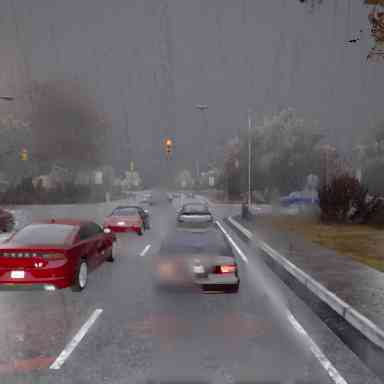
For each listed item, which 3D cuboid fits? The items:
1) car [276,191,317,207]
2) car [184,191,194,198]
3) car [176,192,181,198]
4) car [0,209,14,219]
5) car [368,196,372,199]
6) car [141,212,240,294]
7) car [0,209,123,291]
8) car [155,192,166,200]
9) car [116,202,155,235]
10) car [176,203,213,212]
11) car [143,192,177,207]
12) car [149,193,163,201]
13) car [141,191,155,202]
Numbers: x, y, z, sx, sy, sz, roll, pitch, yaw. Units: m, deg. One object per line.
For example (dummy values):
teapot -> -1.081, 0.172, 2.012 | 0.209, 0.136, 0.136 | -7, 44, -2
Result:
car -> 13.773, 0.896, 43.157 | 5.566, 2.045, 2.150 | 0, 1, -4
car -> -0.473, 0.716, 86.142 | 2.128, 1.511, 4.902 | 0, 1, -4
car -> -3.973, 0.726, 86.048 | 2.128, 1.511, 4.902 | 0, 1, -4
car -> -10.481, 1.436, 16.125 | 1.812, 1.442, 4.674 | 0, 0, 1
car -> 24.074, 1.217, 43.738 | 5.357, 1.411, 2.033 | 0, 1, -3
car -> 0.102, 1.516, 8.883 | 2.033, 1.411, 5.357 | 0, 0, 0
car -> -3.396, 1.445, 8.956 | 1.882, 1.535, 5.008 | 0, 0, 0
car -> -7.107, 0.873, 75.760 | 2.128, 1.511, 4.902 | 0, 1, -1
car -> -3.395, 1.458, 17.943 | 1.994, 1.385, 4.181 | 0, 0, 0
car -> 0.133, 1.380, 18.575 | 2.128, 1.511, 4.902 | 0, 0, -1
car -> -4.252, 1.149, 45.073 | 2.128, 1.511, 4.902 | 1, 1, 19
car -> -7.039, 0.963, 65.372 | 2.128, 1.511, 4.902 | 0, 1, 0
car -> -7.081, 0.791, 55.199 | 2.150, 2.045, 5.566 | 0, 0, 0
